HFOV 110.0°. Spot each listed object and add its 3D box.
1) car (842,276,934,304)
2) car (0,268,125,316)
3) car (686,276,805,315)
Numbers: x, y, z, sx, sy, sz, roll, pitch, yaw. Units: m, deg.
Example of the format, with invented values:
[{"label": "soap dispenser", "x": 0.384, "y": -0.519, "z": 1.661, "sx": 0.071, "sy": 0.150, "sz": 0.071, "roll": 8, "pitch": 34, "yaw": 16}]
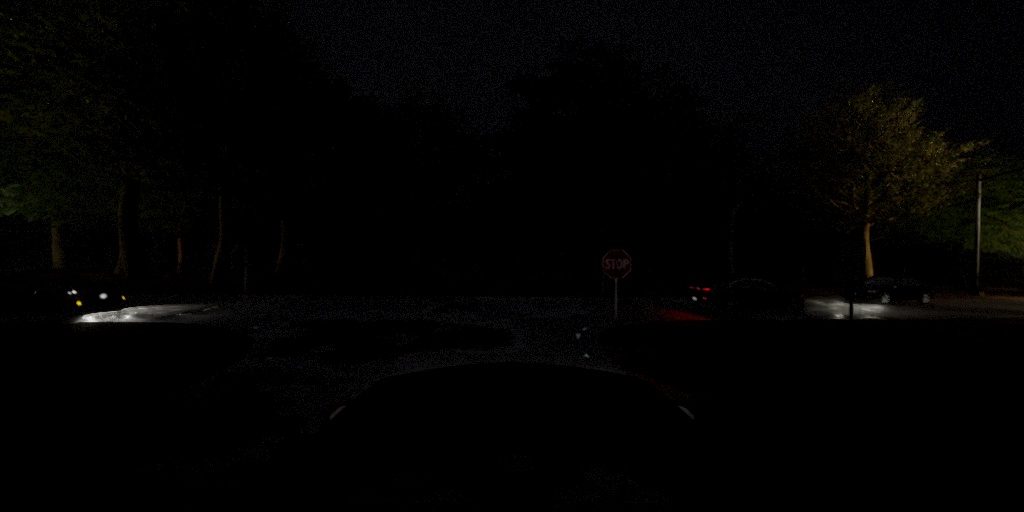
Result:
[{"label": "car", "x": 21.908, "y": 1.939, "z": 20.956, "sx": 5.008, "sy": 1.535, "sz": 1.882, "roll": 2, "pitch": 0, "yaw": -12}, {"label": "car", "x": -15.594, "y": 1.110, "z": 11.736, "sx": 4.181, "sy": 1.385, "sz": 1.994, "roll": 1, "pitch": 0, "yaw": -6}, {"label": "car", "x": 10.019, "y": 1.632, "z": 15.423, "sx": 4.902, "sy": 1.511, "sz": 2.128, "roll": 1, "pitch": 0, "yaw": -10}]
